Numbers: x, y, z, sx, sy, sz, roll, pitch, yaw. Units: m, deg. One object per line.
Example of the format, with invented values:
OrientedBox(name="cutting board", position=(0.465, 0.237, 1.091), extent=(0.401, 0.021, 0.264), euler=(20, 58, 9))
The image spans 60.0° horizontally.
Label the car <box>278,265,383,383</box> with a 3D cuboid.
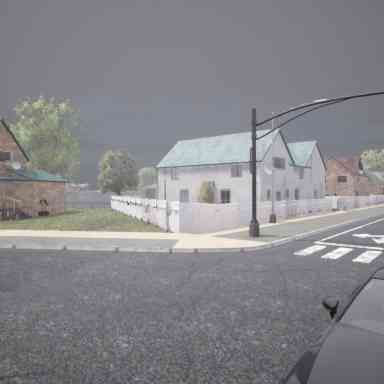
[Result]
OrientedBox(name="car", position=(2.512, 1.524, 3.380), extent=(1.812, 1.442, 4.674), euler=(0, 0, 42))
